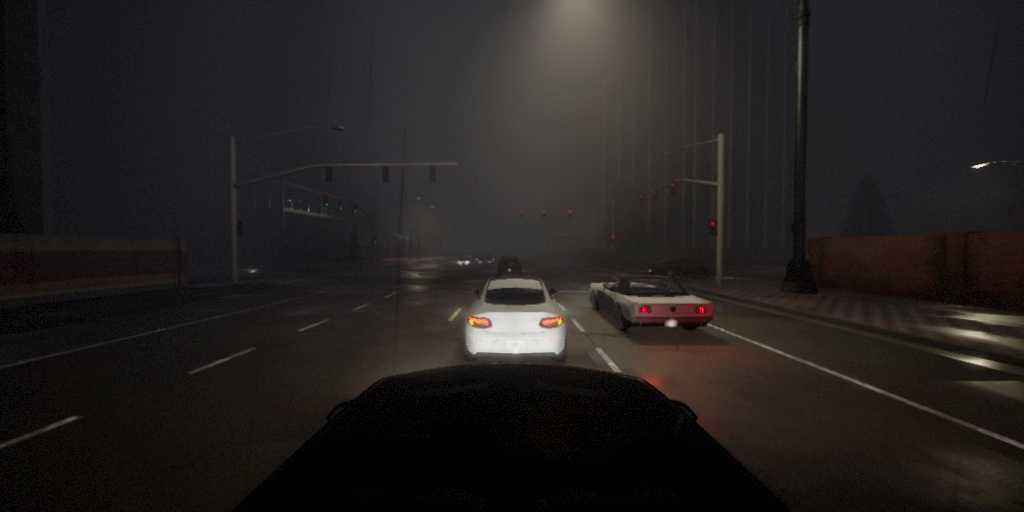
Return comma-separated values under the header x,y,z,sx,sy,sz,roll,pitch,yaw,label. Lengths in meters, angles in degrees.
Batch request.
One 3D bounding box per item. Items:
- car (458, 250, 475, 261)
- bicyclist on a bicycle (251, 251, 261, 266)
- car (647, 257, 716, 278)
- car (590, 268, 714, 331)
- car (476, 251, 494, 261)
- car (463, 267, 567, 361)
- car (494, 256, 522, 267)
x,y,z,sx,sy,sz,roll,pitch,yaw,label
-8.006,0.021,61.001,2.128,1.511,4.902,0,1,0,car
-28.401,0.268,39.740,0.582,1.620,1.656,0,1,-1,bicyclist on a bicycle
11.659,0.804,24.618,4.674,1.442,1.812,0,0,-7,car
3.565,1.175,10.227,1.895,1.301,4.718,0,1,0,car
-4.504,0.008,60.972,1.882,1.535,5.008,0,1,0,car
0.060,1.150,7.811,1.812,1.442,4.674,0,1,0,car
-0.237,0.703,28.511,1.837,1.490,4.892,0,1,-1,car
